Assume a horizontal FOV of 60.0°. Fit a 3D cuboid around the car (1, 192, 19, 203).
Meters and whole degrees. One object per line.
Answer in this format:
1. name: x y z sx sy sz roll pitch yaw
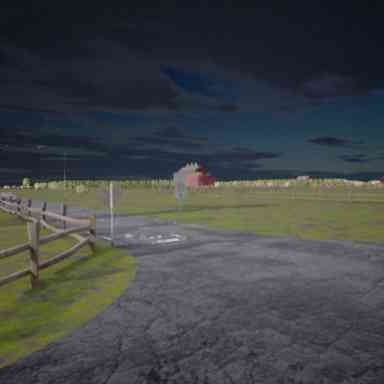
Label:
1. car: -24.952 0.708 45.548 2.128 1.511 4.902 -1 1 -36
